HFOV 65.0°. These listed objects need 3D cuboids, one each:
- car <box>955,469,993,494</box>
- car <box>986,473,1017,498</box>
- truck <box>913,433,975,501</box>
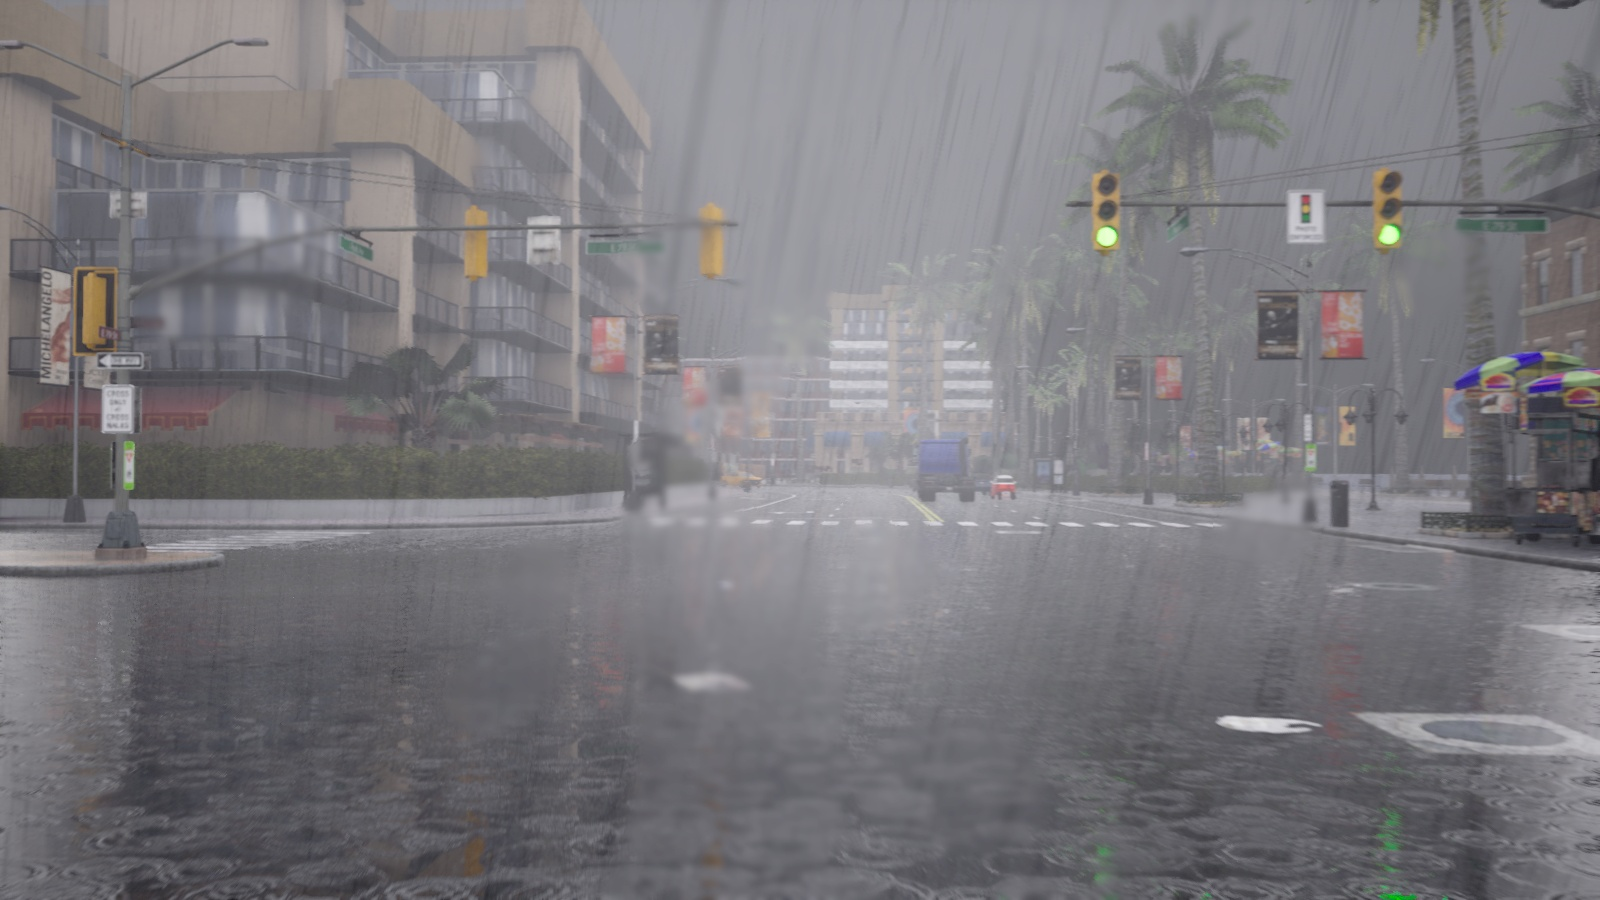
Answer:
[{"bbox_3d":[11.545,2.060,83.514,1.851,1.617,3.988,0,-1,-2],"label":"car"},{"bbox_3d":[11.441,2.013,71.342,1.481,1.376,2.207,0,-1,3],"label":"car"},{"bbox_3d":[7.749,0.943,68.358,2.891,3.462,7.936,0,-1,3],"label":"truck"}]
